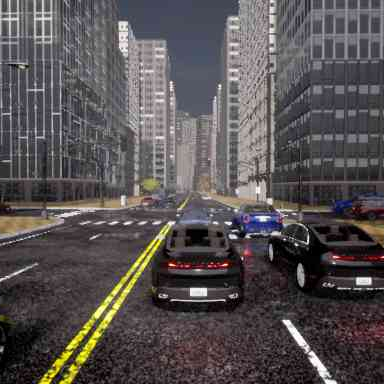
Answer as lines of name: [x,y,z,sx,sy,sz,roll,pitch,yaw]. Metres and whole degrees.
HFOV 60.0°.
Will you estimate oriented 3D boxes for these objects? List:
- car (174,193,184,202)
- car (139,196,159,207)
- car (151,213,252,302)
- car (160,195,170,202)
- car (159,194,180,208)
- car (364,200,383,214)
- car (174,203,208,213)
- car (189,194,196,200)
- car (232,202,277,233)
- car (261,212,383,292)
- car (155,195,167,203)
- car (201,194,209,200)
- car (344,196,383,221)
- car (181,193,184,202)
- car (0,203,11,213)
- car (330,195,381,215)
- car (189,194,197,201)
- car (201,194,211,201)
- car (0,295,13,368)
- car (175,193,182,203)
car: [-3.039,1.154,77.873,2.150,2.045,5.566,0,0,0]
car: [-6.455,1.491,49.034,1.812,1.442,4.674,0,0,2]
car: [0.120,1.501,8.230,1.837,1.490,4.892,0,0,0]
car: [-6.289,1.453,77.913,1.812,1.442,4.674,0,0,0]
car: [-3.209,1.471,48.261,1.837,1.490,4.892,0,0,0]
car: [21.909,1.643,36.767,4.829,1.417,1.752,1,0,1]
car: [0.148,1.538,17.785,2.033,1.411,5.357,0,0,0]
car: [0.246,1.387,90.165,1.882,1.535,5.008,0,0,0]
car: [3.397,1.342,18.019,2.097,1.767,4.553,0,0,0]
car: [3.374,1.500,8.936,1.837,1.490,4.892,0,0,0]
car: [-6.335,1.421,67.643,1.882,1.535,5.008,0,0,0]
car: [3.497,1.408,90.808,1.837,1.490,4.892,0,0,0]
car: [16.278,1.519,28.496,5.009,1.841,2.192,1,0,1]
car: [-3.091,1.469,67.421,1.812,1.442,4.674,0,0,1]
car: [-20.028,1.315,31.783,5.008,1.535,1.882,1,1,1]
car: [17.298,1.341,34.255,5.566,2.045,2.150,1,1,2]
car: [0.218,1.450,80.171,1.812,1.442,4.674,0,0,0]
car: [3.470,1.520,80.874,1.895,1.301,4.718,0,0,0]
car: [-3.331,1.563,2.625,1.994,1.385,4.181,0,0,0]
car: [-3.177,1.461,57.600,1.837,1.490,4.892,0,0,0]
